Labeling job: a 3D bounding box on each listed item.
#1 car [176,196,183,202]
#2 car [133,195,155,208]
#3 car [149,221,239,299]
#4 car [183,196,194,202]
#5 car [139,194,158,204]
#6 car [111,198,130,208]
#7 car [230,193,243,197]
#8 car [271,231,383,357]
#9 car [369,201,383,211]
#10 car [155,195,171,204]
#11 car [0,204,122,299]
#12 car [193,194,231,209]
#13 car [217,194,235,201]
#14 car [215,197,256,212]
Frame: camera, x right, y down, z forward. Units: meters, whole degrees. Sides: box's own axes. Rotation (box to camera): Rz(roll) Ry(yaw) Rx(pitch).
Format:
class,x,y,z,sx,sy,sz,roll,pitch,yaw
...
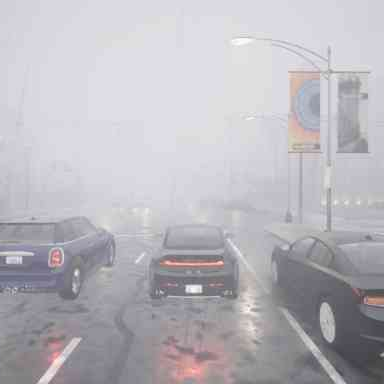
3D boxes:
class,x,y,z,sx,sy,sz,roll,pitch,yaw
car,-1.900,1.553,78.136,1.994,1.385,4.181,0,0,33
car,-7.024,1.352,47.696,2.097,1.767,4.553,0,0,2
car,0.049,1.505,8.443,1.837,1.490,4.892,0,0,0
car,0.859,1.540,75.972,2.033,1.411,5.357,0,0,33
car,-8.400,1.352,64.642,2.097,1.767,4.553,0,0,16
car,-10.543,1.547,49.593,2.033,1.411,5.357,0,0,1
car,12.326,1.225,87.162,5.566,2.045,2.150,0,0,-37
car,2.892,1.480,6.284,2.097,1.535,5.008,0,0,0
car,24.643,1.547,40.571,5.357,1.411,2.033,0,0,-1
car,-5.488,1.351,61.822,2.097,1.767,4.553,0,0,16
car,-3.450,1.352,8.625,2.097,1.767,4.553,0,0,0
car,2.753,1.491,46.672,2.128,1.511,4.902,0,0,-33
car,9.085,1.355,89.203,4.553,1.767,2.097,0,0,-37
car,5.331,1.564,39.053,4.181,1.385,1.994,0,0,26
